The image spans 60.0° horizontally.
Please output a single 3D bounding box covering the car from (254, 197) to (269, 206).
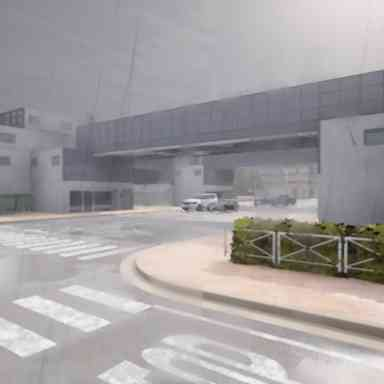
[{"bbox_3d":[11.719,1.532,53.930,2.128,1.511,4.902,0,0,36],"label":"car"}]

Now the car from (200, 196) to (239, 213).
[{"bbox_3d":[3.430,1.494,36.512,2.128,1.511,4.902,0,0,36],"label":"car"}]

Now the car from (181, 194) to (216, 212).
[{"bbox_3d":[1.036,1.225,39.183,2.150,2.045,5.566,0,0,36],"label":"car"}]

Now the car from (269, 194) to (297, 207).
[{"bbox_3d":[14.547,1.320,51.867,2.150,2.045,5.566,0,0,36],"label":"car"}]
